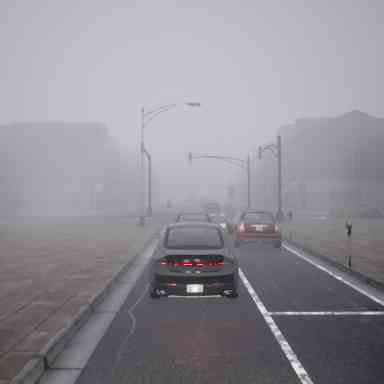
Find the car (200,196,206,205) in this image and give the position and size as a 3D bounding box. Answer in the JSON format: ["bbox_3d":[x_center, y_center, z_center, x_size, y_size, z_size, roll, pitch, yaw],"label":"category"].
[{"bbox_3d":[2.527,1.705,47.064,1.947,1.339,4.313,1,0,0],"label":"car"}]

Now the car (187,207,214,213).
[{"bbox_3d":[0.050,1.620,15.959,1.895,1.301,4.718,0,0,0],"label":"car"}]

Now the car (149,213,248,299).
[{"bbox_3d":[0.017,1.512,8.484,1.837,1.490,4.892,0,0,-1],"label":"car"}]

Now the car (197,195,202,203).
[{"bbox_3d":[2.483,1.830,63.376,1.947,1.339,4.313,1,-1,0],"label":"car"}]

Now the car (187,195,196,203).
[{"bbox_3d":[-0.222,1.676,82.581,2.150,2.045,5.566,0,-1,0],"label":"car"}]

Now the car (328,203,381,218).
[{"bbox_3d":[14.484,1.630,29.741,4.181,1.385,1.994,0,-2,0],"label":"car"}]

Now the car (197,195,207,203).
[{"bbox_3d":[2.444,1.735,79.692,2.192,1.841,5.009,1,-1,0],"label":"car"}]

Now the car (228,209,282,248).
[{"bbox_3d":[2.620,1.457,14.881,1.967,1.590,4.097,2,0,0],"label":"car"}]

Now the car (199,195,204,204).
[{"bbox_3d":[2.514,1.702,52.671,1.752,1.417,4.829,1,0,0],"label":"car"}]

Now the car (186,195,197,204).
[{"bbox_3d":[-0.181,1.570,72.172,2.150,2.045,5.566,0,-1,0],"label":"car"}]

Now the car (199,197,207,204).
[{"bbox_3d":[2.454,1.892,74.421,1.752,1.417,4.829,1,-1,0],"label":"car"}]

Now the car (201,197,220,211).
[{"bbox_3d":[2.543,1.672,41.627,1.947,1.339,4.313,1,0,0],"label":"car"}]
